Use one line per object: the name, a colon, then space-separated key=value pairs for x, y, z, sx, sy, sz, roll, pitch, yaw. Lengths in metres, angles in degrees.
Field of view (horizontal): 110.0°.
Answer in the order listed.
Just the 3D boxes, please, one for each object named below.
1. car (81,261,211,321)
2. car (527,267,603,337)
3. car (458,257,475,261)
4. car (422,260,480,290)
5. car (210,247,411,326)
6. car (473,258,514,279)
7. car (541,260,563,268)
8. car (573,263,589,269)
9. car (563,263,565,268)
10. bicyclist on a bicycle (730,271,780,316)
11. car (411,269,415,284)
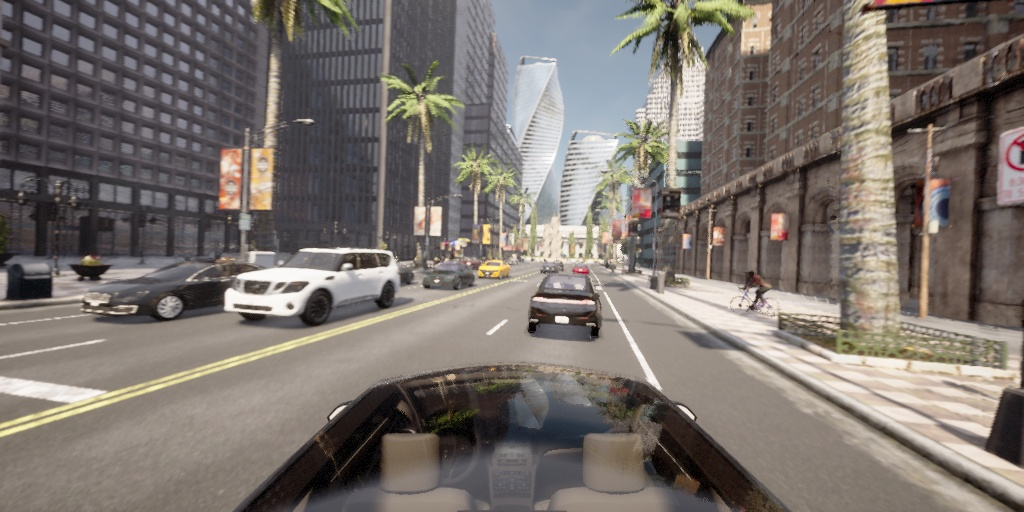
car: x=-9.248 y=0.886 z=10.743 sx=1.837 sy=1.490 sz=4.892 roll=2 pitch=0 yaw=12
car: x=1.653 y=1.287 z=10.707 sx=2.128 sy=1.511 sz=4.902 roll=2 pitch=0 yaw=12
car: x=-5.087 y=1.054 z=30.930 sx=2.033 sy=1.411 sz=5.357 roll=2 pitch=0 yaw=13
car: x=-3.588 y=1.144 z=20.928 sx=1.994 sy=1.385 sz=4.181 roll=2 pitch=0 yaw=12
car: x=-5.584 y=0.742 z=11.148 sx=2.150 sy=2.045 sz=5.566 roll=2 pitch=0 yaw=12
car: x=-1.469 y=1.122 z=31.163 sx=1.882 sy=1.535 sz=5.008 roll=2 pitch=0 yaw=12
car: x=4.291 y=1.396 z=41.036 sx=2.033 sy=1.411 sz=5.357 roll=2 pitch=0 yaw=11
car: x=8.168 y=1.558 z=42.672 sx=1.994 sy=1.385 sz=4.181 roll=2 pitch=0 yaw=11
car: x=6.846 y=1.416 z=54.167 sx=2.128 sy=1.511 sz=4.902 roll=2 pitch=0 yaw=11
bicyclist on a bicycle: x=8.835 y=1.368 z=13.033 sx=1.656 sy=1.620 sz=0.582 roll=2 pitch=0 yaw=12
car: x=-7.241 y=1.005 z=20.501 sx=1.994 sy=1.385 sz=4.181 roll=2 pitch=0 yaw=12
